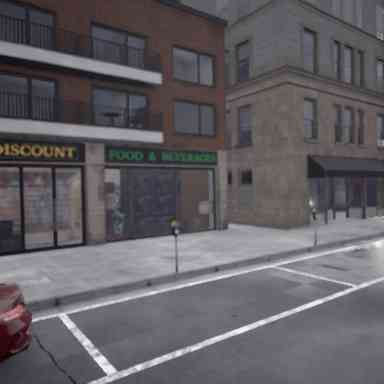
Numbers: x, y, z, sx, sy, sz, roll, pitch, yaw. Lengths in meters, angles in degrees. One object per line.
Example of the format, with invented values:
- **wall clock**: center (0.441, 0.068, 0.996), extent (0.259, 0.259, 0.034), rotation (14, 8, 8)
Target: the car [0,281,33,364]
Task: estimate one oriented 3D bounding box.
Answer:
- **car**: center (-3.945, 1.617, 3.375), extent (4.206, 1.307, 1.802), rotation (-2, 1, -35)
